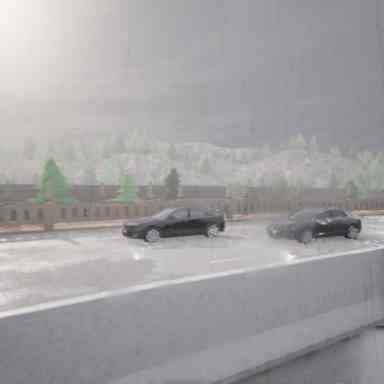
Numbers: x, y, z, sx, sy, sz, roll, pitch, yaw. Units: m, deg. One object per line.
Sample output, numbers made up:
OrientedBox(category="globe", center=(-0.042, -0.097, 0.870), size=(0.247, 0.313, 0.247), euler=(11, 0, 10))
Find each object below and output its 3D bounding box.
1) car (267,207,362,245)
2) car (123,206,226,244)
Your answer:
OrientedBox(category="car", center=(5.694, 1.460, 15.377), size=(4.892, 1.490, 1.837), euler=(0, 0, -27))
OrientedBox(category="car", center=(-0.747, 1.438, 15.738), size=(5.008, 1.535, 1.882), euler=(0, 0, -30))
